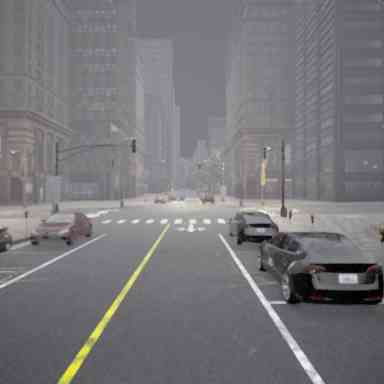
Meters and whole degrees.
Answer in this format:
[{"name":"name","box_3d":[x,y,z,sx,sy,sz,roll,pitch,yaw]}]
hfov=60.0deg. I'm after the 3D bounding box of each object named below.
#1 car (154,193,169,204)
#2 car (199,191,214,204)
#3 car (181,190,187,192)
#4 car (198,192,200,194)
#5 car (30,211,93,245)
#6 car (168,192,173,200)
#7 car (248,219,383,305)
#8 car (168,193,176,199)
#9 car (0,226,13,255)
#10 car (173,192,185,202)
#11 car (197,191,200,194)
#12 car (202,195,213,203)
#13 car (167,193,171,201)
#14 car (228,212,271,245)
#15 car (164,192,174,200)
[{"name":"car","box_3d":[-5.645,1.382,58.655,1.887,1.381,4.507,0,0,0]},{"name":"car","box_3d":[2.882,1.152,58.622,2.192,1.841,5.009,0,0,0]},{"name":"car","box_3d":[-2.781,1.034,86.083,2.097,1.767,4.553,0,0,0]},{"name":"car","box_3d":[2.969,1.243,80.956,1.752,1.417,4.829,1,0,0]},{"name":"car","box_3d":[-5.797,1.565,15.287,1.802,1.307,4.206,0,0,0]},{"name":"car","box_3d":[-5.602,1.328,69.735,1.887,1.381,4.507,0,0,0]},{"name":"car","box_3d":[2.747,1.561,7.937,1.947,1.339,4.313,0,0,0]},{"name":"car","box_3d":[-5.512,1.080,91.896,1.967,1.590,4.097,1,0,0]},{"name":"car","box_3d":[-7.520,1.380,9.358,4.403,1.369,2.008,-1,1,-9]},{"name":"car","box_3d":[-2.842,1.305,70.468,2.128,1.511,4.902,0,0,0]},{"name":"car","box_3d":[3.014,1.080,91.867,1.967,1.590,4.097,1,0,0]},{"name":"car","box_3d":[2.902,1.356,64.163,1.887,1.381,4.507,0,0,0]},{"name":"car","box_3d":[-5.623,1.362,64.194,2.008,1.369,4.403,0,0,0]},{"name":"car","box_3d":[2.729,1.549,15.303,1.947,1.339,4.313,0,0,0]},{"name":"car","box_3d":[-5.555,1.034,80.815,2.192,1.841,5.009,1,0,0]}]
